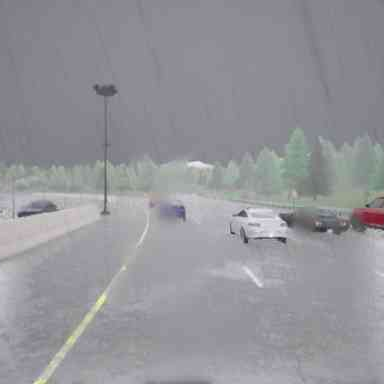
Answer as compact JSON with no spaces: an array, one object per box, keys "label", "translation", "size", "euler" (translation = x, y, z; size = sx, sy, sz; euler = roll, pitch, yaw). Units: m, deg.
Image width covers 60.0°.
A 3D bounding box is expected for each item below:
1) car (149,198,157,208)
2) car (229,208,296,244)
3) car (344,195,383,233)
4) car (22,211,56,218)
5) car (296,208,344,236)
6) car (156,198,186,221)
[{"label":"car","translation":[-4.530,1.402,43.110],"size":[1.895,1.301,4.718],"euler":[0,0,-12]},{"label":"car","translation":[2.959,1.454,15.397],"size":[1.812,1.442,4.674],"euler":[0,0,-4]},{"label":"car","translation":[9.950,1.147,16.010],"size":[2.150,2.045,5.566],"euler":[0,0,-4]},{"label":"car","translation":[-12.567,1.421,27.446],"size":[2.033,1.411,5.357],"euler":[0,0,-8]},{"label":"car","translation":[6.294,1.518,17.827],"size":[1.895,1.301,4.718],"euler":[0,0,-5]},{"label":"car","translation":[-1.616,1.357,26.027],"size":[1.882,1.535,5.008],"euler":[0,0,-7]}]
